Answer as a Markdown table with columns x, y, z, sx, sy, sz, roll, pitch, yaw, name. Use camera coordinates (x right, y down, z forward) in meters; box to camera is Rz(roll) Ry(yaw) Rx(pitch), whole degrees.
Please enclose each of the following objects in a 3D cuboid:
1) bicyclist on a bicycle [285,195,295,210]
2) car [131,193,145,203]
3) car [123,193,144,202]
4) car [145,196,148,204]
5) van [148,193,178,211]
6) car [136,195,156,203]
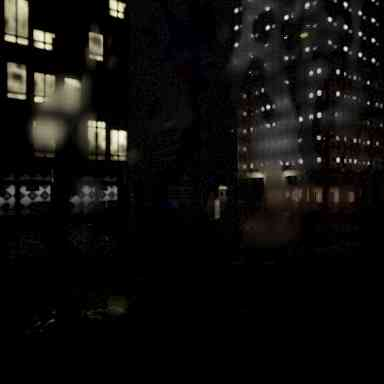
| x | y | z | sx | sy | sz | roll | pitch | yaw | name |
| --- | --- | --- | --- | --- | --- | --- | --- | --- | --- |
| 11.198 | 1.208 | 37.900 | 1.656 | 1.620 | 0.582 | -1 | 1 | -34 | bicyclist on a bicycle |
| -9.492 | 1.278 | 58.607 | 1.882 | 1.535 | 5.008 | 0 | 0 | -34 | car |
| -11.768 | 1.064 | 66.606 | 2.192 | 1.841 | 5.009 | 0 | 0 | -34 | car |
| -5.560 | 1.117 | 57.429 | 2.192 | 1.841 | 5.009 | 0 | 0 | -34 | car |
| -3.191 | 1.267 | 38.970 | 1.690 | 1.788 | 3.998 | 0 | 0 | -34 | van |
| -8.664 | 1.320 | 62.018 | 1.887 | 1.381 | 4.507 | 0 | 0 | -34 | car |
